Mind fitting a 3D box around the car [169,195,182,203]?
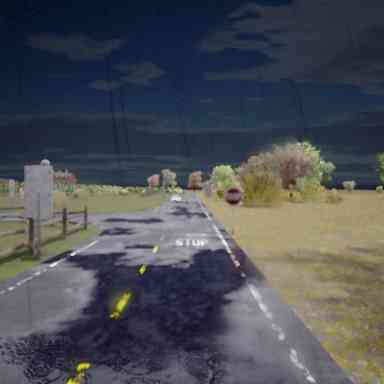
[{"bbox_3d":[-2.746,1.185,56.665,1.812,1.442,4.674,0,2,0],"label":"car"}]
